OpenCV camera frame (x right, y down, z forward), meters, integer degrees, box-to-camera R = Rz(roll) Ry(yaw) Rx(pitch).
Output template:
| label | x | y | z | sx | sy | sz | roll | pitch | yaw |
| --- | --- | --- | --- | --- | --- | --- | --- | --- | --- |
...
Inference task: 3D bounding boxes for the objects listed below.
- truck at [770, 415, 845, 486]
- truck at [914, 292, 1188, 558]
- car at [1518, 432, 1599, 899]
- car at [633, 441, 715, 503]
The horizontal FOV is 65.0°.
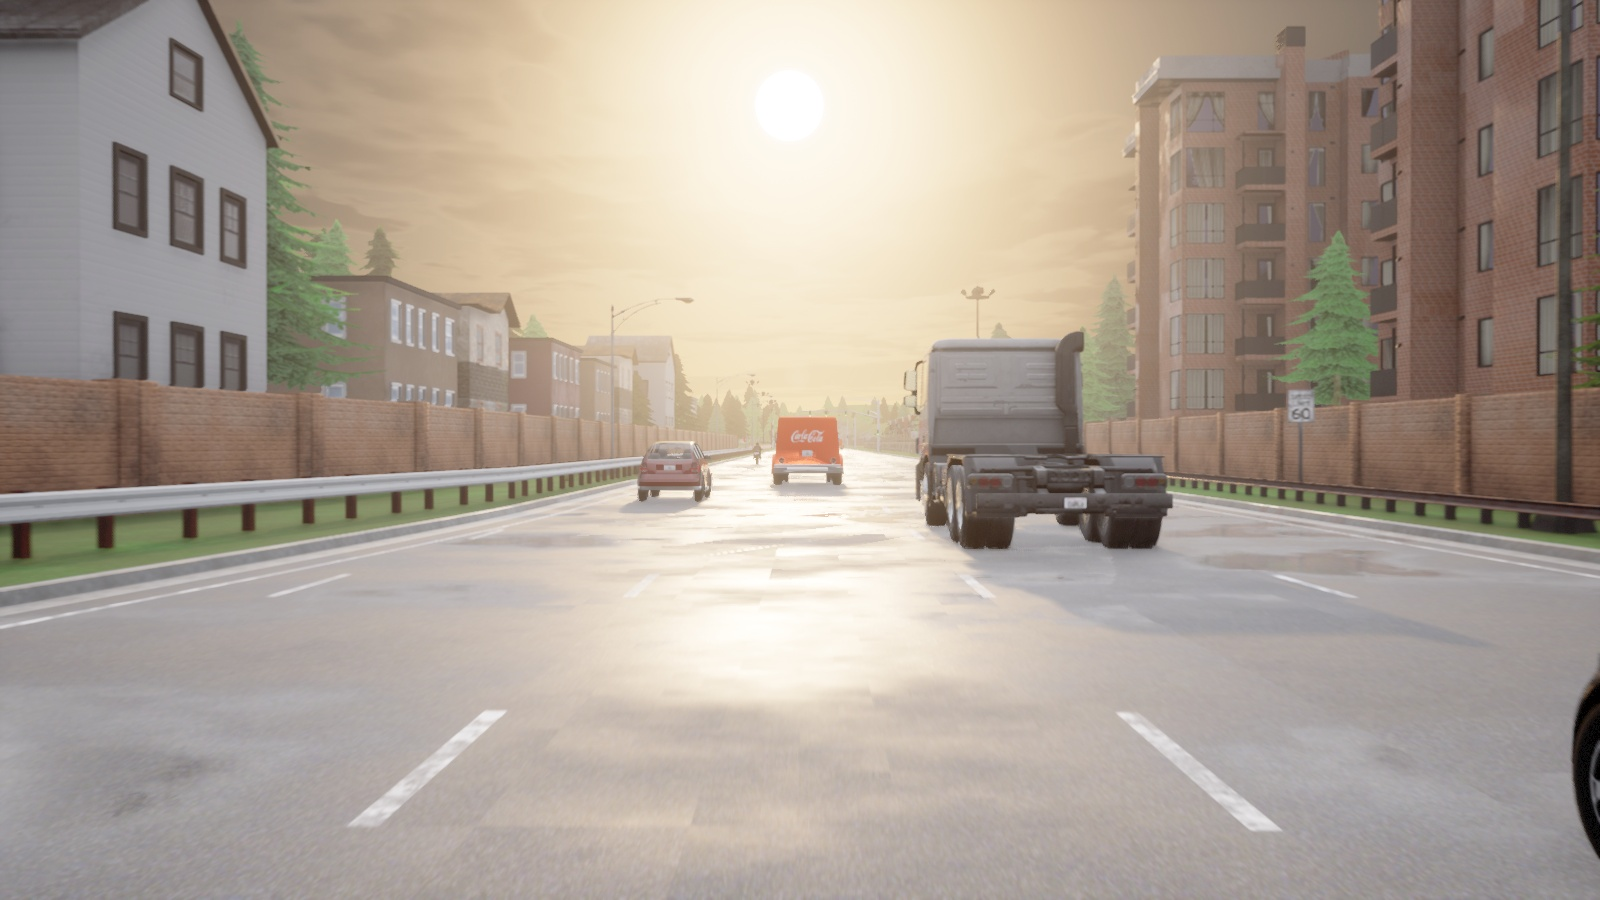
| label | x | y | z | sx | sy | sz | roll | pitch | yaw |
| --- | --- | --- | --- | --- | --- | --- | --- | --- | --- |
| truck | 0.281 | -0.002 | 46.714 | 2.627 | 2.467 | 5.204 | 0 | 0 | 0 |
| truck | 3.632 | -0.346 | 20.340 | 2.891 | 3.462 | 7.936 | 0 | 0 | 0 |
| car | 3.531 | 0.706 | 2.771 | 1.789 | 1.549 | 3.705 | 0 | 0 | 0 |
| car | -3.295 | 0.535 | 33.481 | 1.789 | 1.549 | 3.705 | 0 | 0 | 0 |
